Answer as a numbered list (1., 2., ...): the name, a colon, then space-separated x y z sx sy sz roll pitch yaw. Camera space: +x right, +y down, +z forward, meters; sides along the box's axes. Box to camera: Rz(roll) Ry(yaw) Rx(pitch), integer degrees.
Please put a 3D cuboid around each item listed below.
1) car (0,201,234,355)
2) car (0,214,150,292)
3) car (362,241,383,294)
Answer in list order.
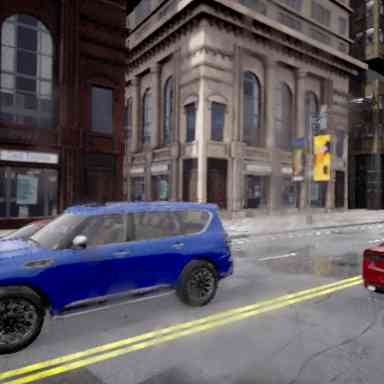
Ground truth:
1. car: -1.686 1.231 6.474 5.566 2.045 2.150 0 0 -35
2. car: -3.803 1.485 8.957 5.008 1.535 1.882 0 0 -36
3. car: 5.901 1.515 7.651 5.008 1.535 1.882 0 0 -35
